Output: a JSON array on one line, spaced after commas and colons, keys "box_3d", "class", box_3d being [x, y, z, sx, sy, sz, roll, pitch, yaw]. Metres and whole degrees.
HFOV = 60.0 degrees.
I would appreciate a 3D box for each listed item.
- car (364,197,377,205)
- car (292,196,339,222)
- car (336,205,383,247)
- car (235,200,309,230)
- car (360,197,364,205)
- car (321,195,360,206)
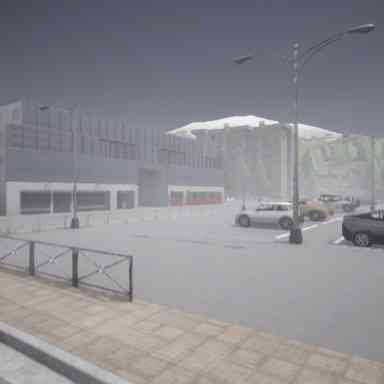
[{"box_3d": [27.608, 1.528, 53.289, 3.633, 1.501, 1.845, 0, 0, 35], "class": "car"}, {"box_3d": [7.999, 1.304, 25.165, 5.027, 1.636, 2.152, 0, 0, 35], "class": "car"}, {"box_3d": [8.182, 1.446, 12.678, 4.514, 1.523, 2.007, 0, 0, 35], "class": "car"}, {"box_3d": [4.551, 1.382, 19.743, 3.806, 1.475, 1.970, 0, 0, 35], "class": "car"}, {"box_3d": [16.745, 1.250, 38.210, 4.605, 1.855, 1.932, 0, 0, 35], "class": "car"}, {"box_3d": [15.401, 1.229, 35.602, 3.866, 1.878, 1.905, 0, 0, 35], "class": "car"}]
